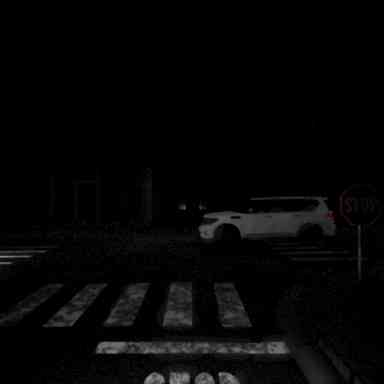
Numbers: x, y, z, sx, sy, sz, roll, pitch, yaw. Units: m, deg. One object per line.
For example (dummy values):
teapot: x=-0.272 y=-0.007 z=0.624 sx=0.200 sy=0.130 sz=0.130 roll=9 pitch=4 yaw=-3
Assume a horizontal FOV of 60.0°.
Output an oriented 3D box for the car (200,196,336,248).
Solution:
car: x=3.110 y=1.197 z=14.096 sx=5.566 sy=2.045 sz=2.150 roll=0 pitch=-1 yaw=0
